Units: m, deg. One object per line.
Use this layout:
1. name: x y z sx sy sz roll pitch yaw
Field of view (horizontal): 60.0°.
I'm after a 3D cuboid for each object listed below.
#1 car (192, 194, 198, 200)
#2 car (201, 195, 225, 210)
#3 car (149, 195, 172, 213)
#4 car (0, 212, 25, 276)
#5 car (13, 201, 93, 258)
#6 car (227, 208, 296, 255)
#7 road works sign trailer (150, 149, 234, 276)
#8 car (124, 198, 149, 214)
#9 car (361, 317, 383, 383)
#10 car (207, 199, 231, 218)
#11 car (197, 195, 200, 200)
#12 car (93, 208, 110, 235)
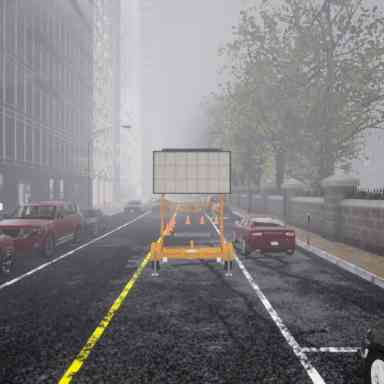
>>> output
1. car: 1.169 1.330 85.304 2.008 1.369 4.403 0 0 -2
2. car: 2.497 1.266 35.282 2.192 1.841 5.009 0 0 -2
3. car: -3.222 1.426 35.760 1.882 1.535 5.008 0 0 -1
4. car: -5.834 1.439 7.445 1.967 1.590 4.097 0 0 0
5. car: -5.834 1.310 13.003 2.192 1.841 5.009 0 0 0
6. car: 2.691 1.540 13.060 1.887 1.381 4.507 0 0 0
7. road works sign trailer: -0.002 0.461 10.340 2.380 3.560 2.880 0 0 0
8. car: -6.034 1.515 35.311 1.947 1.339 4.313 0 0 -1
9. car: 2.692 1.551 1.938 2.008 1.369 4.403 0 0 0
10. car: 2.616 1.548 29.717 1.802 1.307 4.206 0 0 -1
11. car: 2.201 1.465 46.399 2.008 1.369 4.403 0 0 -2
12. car: -5.835 1.553 18.565 1.947 1.339 4.313 0 0 0
